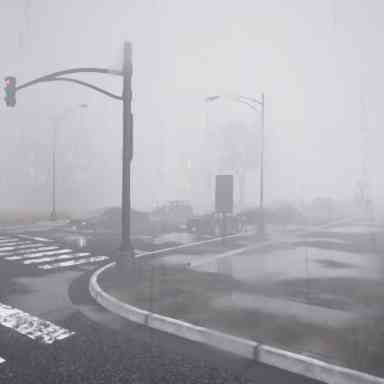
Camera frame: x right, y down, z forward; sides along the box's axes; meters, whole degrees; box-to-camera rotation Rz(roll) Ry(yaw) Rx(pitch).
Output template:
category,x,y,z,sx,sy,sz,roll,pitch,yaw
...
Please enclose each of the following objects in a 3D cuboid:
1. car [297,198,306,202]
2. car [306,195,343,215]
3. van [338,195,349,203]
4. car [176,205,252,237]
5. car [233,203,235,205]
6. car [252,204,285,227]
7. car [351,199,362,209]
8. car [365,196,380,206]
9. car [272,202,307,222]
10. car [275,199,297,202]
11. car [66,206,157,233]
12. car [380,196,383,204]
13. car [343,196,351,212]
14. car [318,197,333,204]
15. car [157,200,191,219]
category,x,y,z,sx,sy,sz,roll,pitch,yaw
car,18.044,1.726,56.114,1.752,1.417,4.829,1,0,36
car,15.112,1.569,37.821,2.192,1.841,5.009,1,0,36
van,37.864,1.706,83.093,1.690,1.788,3.998,1,0,36
car,1.413,1.696,19.100,2.008,1.369,4.403,1,0,36
car,2.948,1.703,31.180,1.895,1.301,4.718,1,0,36
car,4.659,1.737,23.518,1.947,1.339,4.313,1,0,36
car,24.900,1.773,51.291,1.967,1.590,4.097,1,0,36
car,34.859,1.940,64.849,1.752,1.417,4.829,1,0,36
car,7.902,1.779,27.935,1.802,1.307,4.206,1,0,36
car,11.445,1.697,42.689,1.812,1.442,4.674,1,0,37
car,-4.920,1.588,20.471,2.033,1.411,5.357,1,0,36
car,41.334,1.784,73.659,2.192,1.841,5.009,1,0,36
car,18.370,1.720,42.315,1.967,1.590,4.097,1,0,36
car,28.004,1.849,69.672,1.947,1.339,4.313,1,0,36
car,-1.675,1.481,29.485,1.967,1.590,4.097,1,0,36
